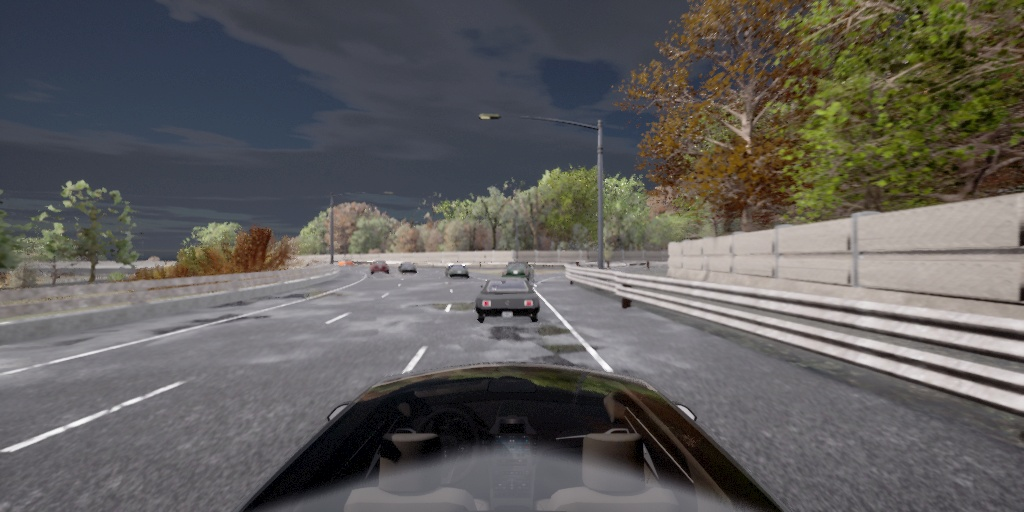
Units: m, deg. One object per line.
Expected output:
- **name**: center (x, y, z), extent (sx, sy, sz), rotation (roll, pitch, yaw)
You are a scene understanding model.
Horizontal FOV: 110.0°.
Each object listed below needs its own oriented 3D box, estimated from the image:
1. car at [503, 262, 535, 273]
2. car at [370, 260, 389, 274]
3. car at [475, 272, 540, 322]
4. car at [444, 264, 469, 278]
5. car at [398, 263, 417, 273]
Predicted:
- **car**: center (0.614, 1.213, 28.230), extent (2.097, 1.767, 4.553), rotation (0, 0, 9)
- **car**: center (-17.310, 1.366, 46.653), extent (2.097, 1.767, 4.553), rotation (0, 0, -24)
- **car**: center (-0.160, 1.398, 12.497), extent (1.895, 1.301, 4.718), rotation (0, 0, -1)
- **car**: center (-5.616, 1.484, 36.017), extent (1.994, 1.385, 4.181), rotation (0, 0, -18)
- **car**: center (-14.012, 1.570, 47.849), extent (1.994, 1.385, 4.181), rotation (0, 0, -24)
